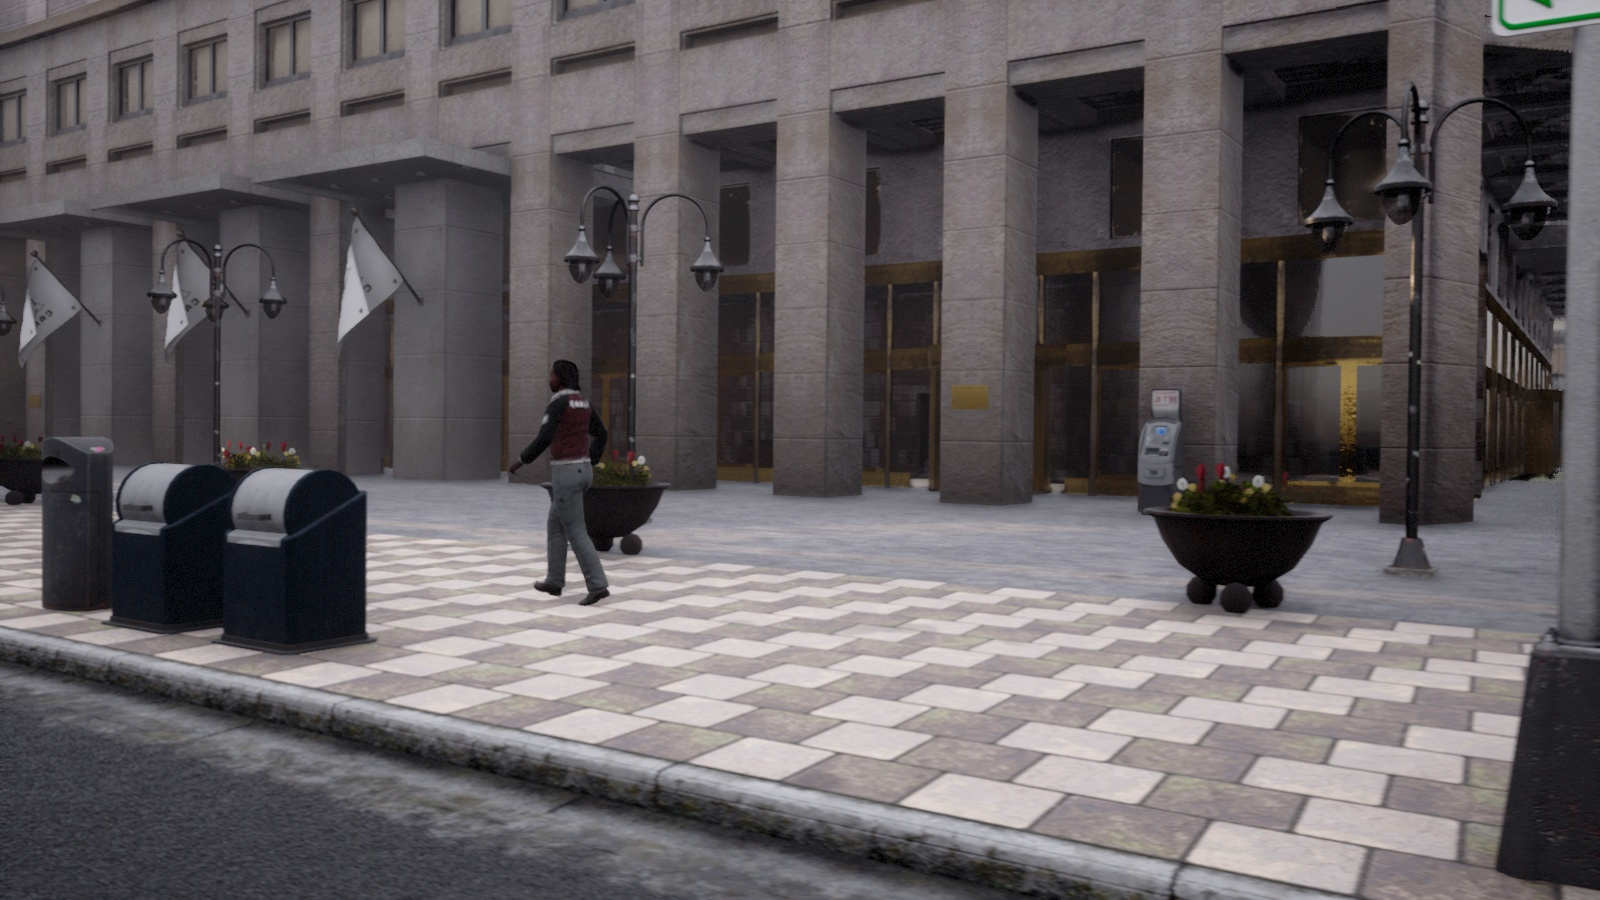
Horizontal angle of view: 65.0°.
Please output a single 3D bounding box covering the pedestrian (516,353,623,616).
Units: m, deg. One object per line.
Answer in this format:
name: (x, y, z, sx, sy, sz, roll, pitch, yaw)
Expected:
pedestrian: (-1.743, 0.249, 9.507, 0.666, 1.930, 0.402, 0, 1, 23)
